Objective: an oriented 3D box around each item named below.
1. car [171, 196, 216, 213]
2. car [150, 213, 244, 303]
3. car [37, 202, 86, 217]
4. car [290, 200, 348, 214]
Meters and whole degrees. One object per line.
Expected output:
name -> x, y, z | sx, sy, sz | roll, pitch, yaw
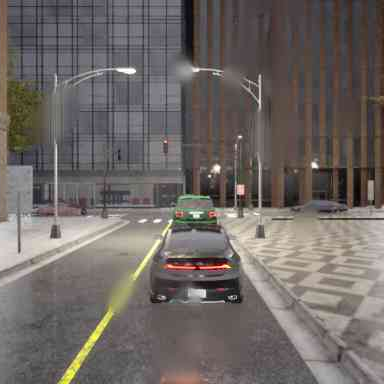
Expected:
car -> 0.048, 1.218, 18.151 | 2.150, 2.045, 5.566 | 0, 0, -3
car -> 0.086, 1.503, 8.159 | 1.837, 1.490, 4.892 | 0, 0, 0
car -> -11.841, 1.609, 30.341 | 4.181, 1.385, 1.994 | 0, 0, 0
car -> 12.748, 1.486, 33.526 | 5.357, 1.411, 2.033 | 0, 0, 0
